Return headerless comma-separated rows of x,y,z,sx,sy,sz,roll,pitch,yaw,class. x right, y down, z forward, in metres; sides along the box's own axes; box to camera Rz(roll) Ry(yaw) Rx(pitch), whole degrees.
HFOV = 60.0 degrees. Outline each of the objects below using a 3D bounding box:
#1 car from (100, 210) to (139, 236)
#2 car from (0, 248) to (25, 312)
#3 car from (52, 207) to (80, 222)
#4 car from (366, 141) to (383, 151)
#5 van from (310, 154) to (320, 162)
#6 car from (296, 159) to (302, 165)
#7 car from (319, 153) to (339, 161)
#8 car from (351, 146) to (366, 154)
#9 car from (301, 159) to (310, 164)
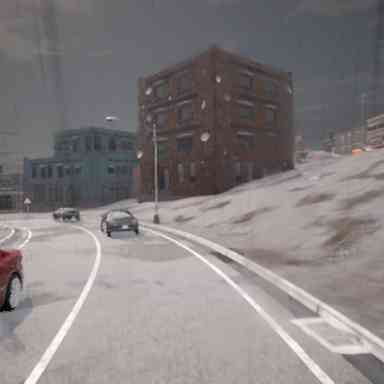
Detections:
-4.476,1.803,20.324,1.812,1.442,4.674,-2,-1,-21,car
-4.230,1.587,5.042,1.882,1.535,5.008,-1,0,-8,car
-13.801,2.444,36.292,1.837,1.490,4.892,-2,-2,-39,car
23.636,-5.483,40.258,2.185,1.767,4.553,-1,1,2,car
24.298,-6.092,62.175,1.878,1.987,4.442,-1,1,2,van
24.635,-6.345,73.298,2.435,2.045,5.566,-1,1,2,car
24.138,-5.746,56.786,2.231,1.521,4.892,-1,1,2,car
23.803,-5.617,45.774,2.185,1.767,4.553,-1,1,2,car
24.474,-5.944,67.819,2.002,1.452,4.674,-1,1,2,car
